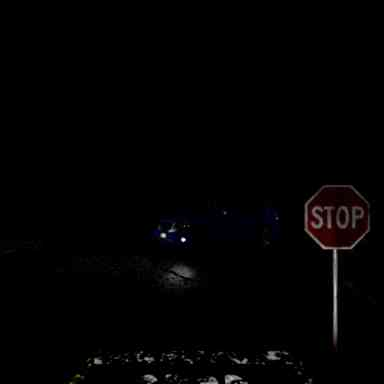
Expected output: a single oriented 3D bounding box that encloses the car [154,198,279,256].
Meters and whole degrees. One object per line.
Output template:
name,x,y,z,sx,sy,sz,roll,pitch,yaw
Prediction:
car,1.180,1.253,13.573,5.566,2.045,2.150,1,-2,-37
